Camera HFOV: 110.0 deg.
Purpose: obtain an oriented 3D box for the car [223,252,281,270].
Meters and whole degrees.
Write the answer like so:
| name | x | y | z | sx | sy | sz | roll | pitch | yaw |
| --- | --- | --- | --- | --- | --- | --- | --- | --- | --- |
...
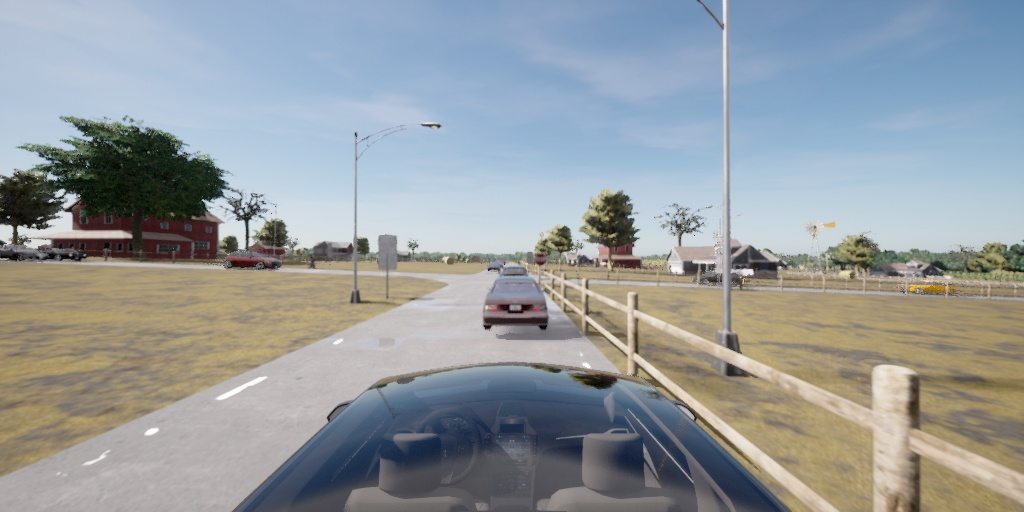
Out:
| name | x | y | z | sx | sy | sz | roll | pitch | yaw |
| --- | --- | --- | --- | --- | --- | --- | --- | --- | --- |
| car | -24.828 | 0.414 | 34.409 | 4.553 | 1.767 | 2.097 | 2 | 0 | 0 |

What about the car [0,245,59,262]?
| name | x | y | z | sx | sy | sz | roll | pitch | yaw |
| --- | --- | --- | --- | --- | --- | --- | --- | --- | --- |
| car | -47.592 | -0.263 | 34.477 | 4.902 | 1.511 | 2.128 | 2 | 0 | 0 |

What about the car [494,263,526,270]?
| name | x | y | z | sx | sy | sz | roll | pitch | yaw |
| --- | --- | --- | --- | --- | --- | --- | --- | --- | --- |
| car | 0.146 | 1.378 | 21.873 | 1.837 | 1.490 | 4.892 | 0 | 0 | 2 |

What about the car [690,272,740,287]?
| name | x | y | z | sx | sy | sz | roll | pitch | yaw |
| --- | --- | --- | --- | --- | --- | --- | --- | --- | --- |
| car | 21.144 | 2.365 | 37.332 | 4.892 | 1.490 | 1.837 | 2 | 0 | 0 |

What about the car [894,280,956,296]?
| name | x | y | z | sx | sy | sz | roll | pitch | yaw |
| --- | --- | --- | --- | --- | --- | --- | --- | --- | --- |
| car | 42.861 | 3.237 | 37.281 | 5.008 | 1.535 | 1.882 | 3 | 0 | 1 |

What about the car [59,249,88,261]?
| name | x | y | z | sx | sy | sz | roll | pitch | yaw |
| --- | --- | --- | --- | --- | --- | --- | --- | --- | --- |
| car | -47.468 | -0.129 | 37.317 | 4.718 | 1.301 | 1.895 | 2 | 0 | 1 |

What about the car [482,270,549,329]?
| name | x | y | z | sx | sy | sz | roll | pitch | yaw |
| --- | --- | --- | --- | --- | --- | --- | --- | --- | --- |
| car | 0.103 | 1.351 | 11.444 | 2.033 | 1.411 | 5.357 | 0 | 0 | 0 |

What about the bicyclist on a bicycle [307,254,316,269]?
| name | x | y | z | sx | sy | sz | roll | pitch | yaw |
| --- | --- | --- | --- | --- | --- | --- | --- | --- | --- |
| bicyclist on a bicycle | -22.561 | 0.653 | 40.391 | 0.582 | 1.620 | 1.656 | 2 | -1 | 0 |

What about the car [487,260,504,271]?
| name | x | y | z | sx | sy | sz | roll | pitch | yaw |
| --- | --- | --- | --- | --- | --- | --- | --- | --- | --- |
| car | -2.756 | 1.661 | 55.202 | 2.033 | 1.411 | 5.357 | 0 | 0 | 0 |
